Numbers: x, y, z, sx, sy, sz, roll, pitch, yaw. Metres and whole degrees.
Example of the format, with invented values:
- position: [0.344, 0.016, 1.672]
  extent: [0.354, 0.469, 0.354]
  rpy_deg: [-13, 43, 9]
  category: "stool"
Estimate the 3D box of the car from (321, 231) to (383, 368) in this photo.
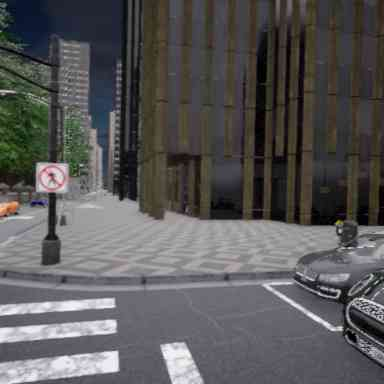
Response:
- position: [4.412, 1.387, 4.429]
  extent: [4.553, 1.767, 2.097]
  rpy_deg: [1, 1, -14]
  category: "car"

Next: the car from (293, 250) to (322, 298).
- position: [4.365, 1.547, 7.165]
  extent: [4.403, 1.369, 2.008]
  rpy_deg: [1, 1, -14]
  category: "car"

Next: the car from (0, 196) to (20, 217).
- position: [-15.995, 1.132, 27.748]
  extent: [2.097, 1.767, 4.553]
  rpy_deg: [1, 0, -14]
  category: "car"

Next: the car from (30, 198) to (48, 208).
- position: [-20.104, 1.407, 44.244]
  extent: [1.895, 1.301, 4.718]
  rpy_deg: [1, 0, -14]
  category: "car"
